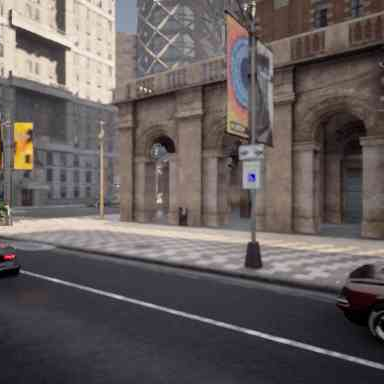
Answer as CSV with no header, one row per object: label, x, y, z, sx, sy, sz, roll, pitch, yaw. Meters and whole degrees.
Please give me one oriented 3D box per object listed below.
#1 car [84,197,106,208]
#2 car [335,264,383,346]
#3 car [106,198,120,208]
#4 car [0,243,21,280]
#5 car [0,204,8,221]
car,-13.553,1.582,49.149,1.837,1.490,4.892,0,0,36
car,4.600,1.593,4.578,4.718,1.301,1.895,0,0,35
car,-9.580,1.548,48.689,1.882,1.535,5.008,0,0,36
car,-6.574,1.568,8.652,5.357,1.411,2.033,0,0,36
car,-16.446,1.276,24.926,2.150,2.045,5.566,-1,0,11
